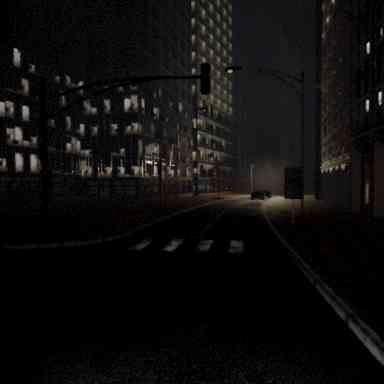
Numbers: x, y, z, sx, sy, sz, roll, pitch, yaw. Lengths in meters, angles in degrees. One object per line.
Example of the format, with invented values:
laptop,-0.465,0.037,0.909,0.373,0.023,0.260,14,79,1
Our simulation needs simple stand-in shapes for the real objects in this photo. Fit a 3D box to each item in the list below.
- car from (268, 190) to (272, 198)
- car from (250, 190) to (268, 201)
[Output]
car,13.383,0.375,60.900,1.837,1.490,4.892,0,1,21
car,10.138,0.534,51.174,1.837,1.490,4.892,0,1,17
